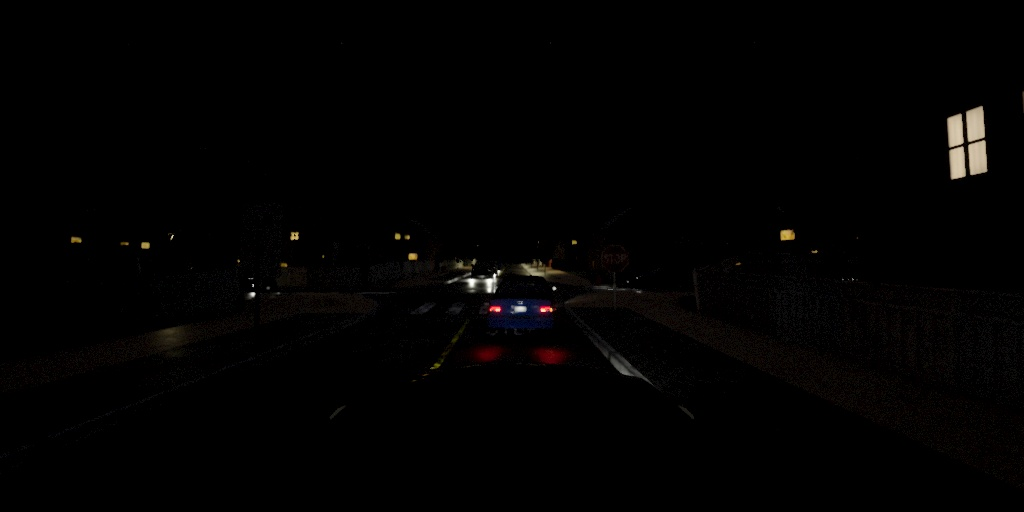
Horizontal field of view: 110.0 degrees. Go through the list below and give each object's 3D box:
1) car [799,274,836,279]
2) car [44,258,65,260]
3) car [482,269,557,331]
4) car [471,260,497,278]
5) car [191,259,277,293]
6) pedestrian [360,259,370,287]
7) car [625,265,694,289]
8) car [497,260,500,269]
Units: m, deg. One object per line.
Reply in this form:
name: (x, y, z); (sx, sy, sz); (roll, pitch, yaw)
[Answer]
car: (20.937, 1.231, 25.542); (5.008, 1.535, 1.882); (-1, -3, -17)
car: (-30.969, 1.126, 22.582); (5.566, 2.045, 2.150); (0, -3, 9)
car: (0.384, 1.293, 10.904); (2.033, 1.411, 5.357); (0, 0, 4)
car: (-2.777, 1.244, 34.391); (1.882, 1.535, 5.008); (0, 0, 0)
car: (-14.460, 1.028, 18.107); (4.553, 1.767, 2.097); (0, -3, 3)
pedestrian: (-9.771, 1.106, 23.775); (0.375, 1.860, 0.375); (0, -3, -1)
car: (9.515, 1.329, 22.845); (4.674, 1.442, 1.812); (0, -3, -11)
car: (-2.750, 1.290, 43.841); (1.837, 1.490, 4.892); (0, 0, 1)
